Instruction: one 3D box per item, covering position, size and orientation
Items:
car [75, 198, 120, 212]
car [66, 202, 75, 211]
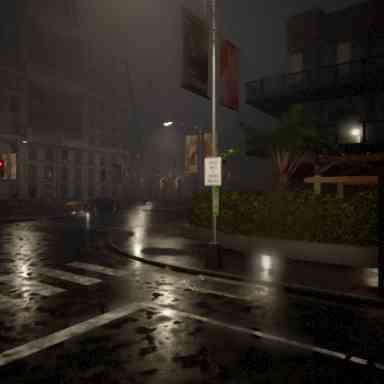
[{"bbox_3d":[-10.553,1.502,38.334,1.837,1.490,4.892,0,0,36],"label":"car"},{"bbox_3d":[-13.050,1.475,40.877,1.882,1.535,5.008,0,0,35],"label":"car"}]
